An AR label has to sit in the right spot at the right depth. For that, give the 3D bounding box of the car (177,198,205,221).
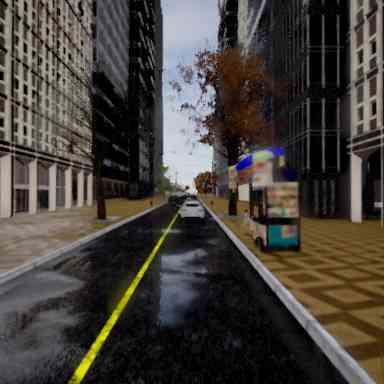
[{"bbox_3d":[0.040,1.419,25.807,1.812,1.442,4.674,0,0,0],"label":"car"}]

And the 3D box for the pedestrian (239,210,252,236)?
[{"bbox_3d":[2.514,1.358,15.379,0.375,1.300,0.375,1,0,0],"label":"pedestrian"}]

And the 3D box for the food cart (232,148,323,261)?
[{"bbox_3d":[2.983,0.413,12.825,2.280,3.560,4.660,-1,0,0],"label":"food cart"}]

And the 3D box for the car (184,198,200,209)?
[{"bbox_3d":[0.052,1.428,42.379,1.895,1.301,4.718,0,0,0],"label":"car"}]

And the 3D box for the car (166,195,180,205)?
[{"bbox_3d":[-2.841,1.294,51.861,1.837,1.490,4.892,0,0,0],"label":"car"}]
